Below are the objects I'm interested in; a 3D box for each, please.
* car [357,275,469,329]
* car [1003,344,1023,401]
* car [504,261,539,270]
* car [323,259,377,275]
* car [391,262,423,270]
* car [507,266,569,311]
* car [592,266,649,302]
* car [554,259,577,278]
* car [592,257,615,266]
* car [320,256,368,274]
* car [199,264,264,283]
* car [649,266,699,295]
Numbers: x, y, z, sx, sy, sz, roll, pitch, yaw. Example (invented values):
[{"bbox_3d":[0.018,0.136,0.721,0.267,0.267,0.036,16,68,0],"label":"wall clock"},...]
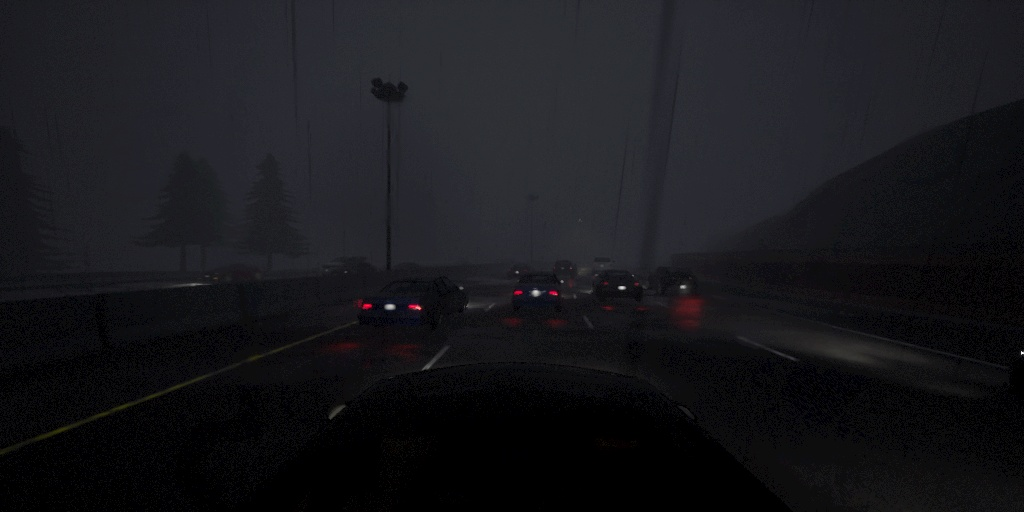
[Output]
[{"bbox_3d":[-2.759,1.307,11.284,2.033,1.411,5.357,0,0,5],"label":"car"},{"bbox_3d":[7.256,1.266,2.529,2.128,1.511,4.902,0,0,1],"label":"car"},{"bbox_3d":[0.928,1.376,32.813,1.994,1.385,4.181,0,0,14],"label":"car"},{"bbox_3d":[-13.918,1.268,31.605,1.837,1.490,4.892,0,0,12],"label":"car"},{"bbox_3d":[-9.886,1.305,33.562,1.812,1.442,4.674,0,0,14],"label":"car"},{"bbox_3d":[1.119,1.326,14.715,2.033,1.411,5.357,0,0,7],"label":"car"},{"bbox_3d":[5.069,1.360,17.620,1.994,1.385,4.181,0,0,8],"label":"car"},{"bbox_3d":[5.282,1.183,35.584,2.097,1.767,4.553,0,0,15],"label":"car"},{"bbox_3d":[10.132,1.076,39.732,2.150,2.045,5.566,0,0,18],"label":"car"},{"bbox_3d":[-16.526,0.982,35.975,2.150,2.045,5.566,0,0,14],"label":"car"},{"bbox_3d":[-21.764,1.296,28.017,1.994,1.385,4.181,0,0,11],"label":"car"},{"bbox_3d":[9.039,1.319,20.472,1.837,1.490,4.892,0,0,9],"label":"car"}]
